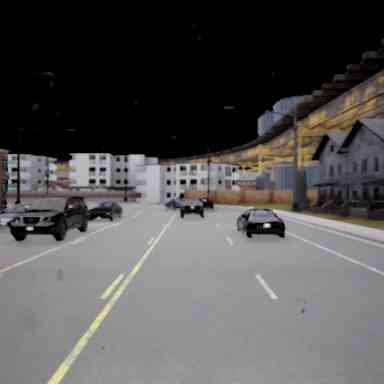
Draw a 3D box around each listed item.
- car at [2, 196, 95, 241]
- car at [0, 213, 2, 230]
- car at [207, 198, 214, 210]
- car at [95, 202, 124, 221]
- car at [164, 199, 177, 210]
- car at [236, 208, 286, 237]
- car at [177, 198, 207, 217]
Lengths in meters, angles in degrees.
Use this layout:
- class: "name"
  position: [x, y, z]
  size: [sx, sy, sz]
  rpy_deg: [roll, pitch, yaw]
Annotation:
- class: "car"
  position: [-7.004, 1.224, 17.133]
  size: [2.150, 2.045, 5.566]
  rpy_deg: [0, 0, 0]
- class: "car"
  position: [-10.506, 1.500, 21.026]
  size: [2.128, 1.511, 4.902]
  rpy_deg: [0, 0, 0]
- class: "car"
  position: [1.250, 1.483, 43.872]
  size: [1.882, 1.535, 5.008]
  rpy_deg: [0, 0, -18]
- class: "car"
  position: [-7.007, 1.552, 27.639]
  size: [2.033, 1.411, 5.357]
  rpy_deg: [0, 0, 0]
- class: "car"
  position: [-2.082, 1.553, 42.882]
  size: [2.033, 1.411, 5.357]
  rpy_deg: [0, 0, -20]
- class: "car"
  position: [3.596, 1.566, 17.919]
  size: [1.994, 1.385, 4.181]
  rpy_deg: [0, 0, 0]
- class: "car"
  position: [-0.066, 1.356, 31.028]
  size: [2.097, 1.767, 4.553]
  rpy_deg: [0, 0, -3]
